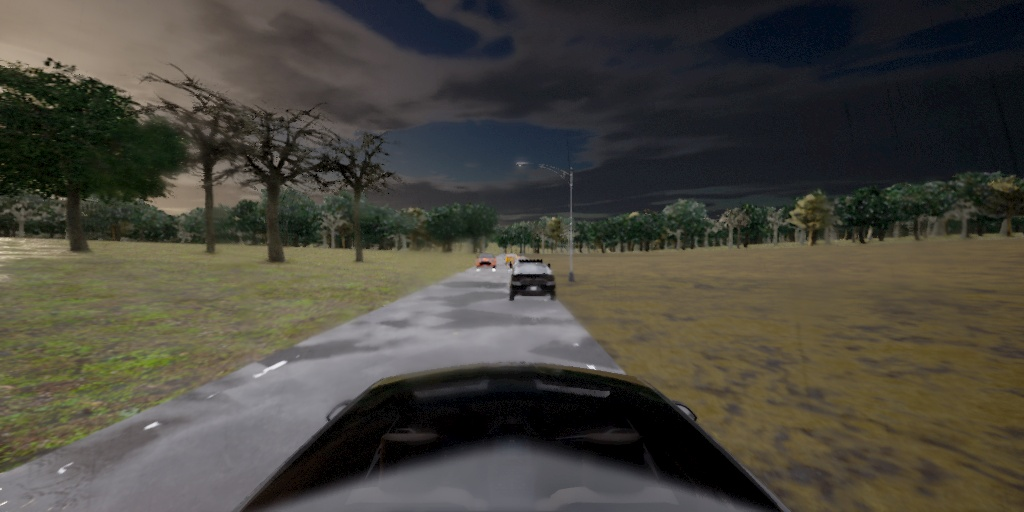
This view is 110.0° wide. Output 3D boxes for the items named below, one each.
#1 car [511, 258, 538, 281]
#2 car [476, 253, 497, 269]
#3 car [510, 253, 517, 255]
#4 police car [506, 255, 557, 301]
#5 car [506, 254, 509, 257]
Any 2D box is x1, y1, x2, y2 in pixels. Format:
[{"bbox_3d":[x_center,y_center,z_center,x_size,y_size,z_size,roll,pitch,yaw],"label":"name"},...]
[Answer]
[{"bbox_3d":[0.821,0.890,25.874,1.812,1.442,4.674,0,1,0],"label":"car"},{"bbox_3d":[-2.832,0.469,40.391,2.097,1.767,4.553,0,1,0],"label":"car"},{"bbox_3d":[0.819,0.716,32.062,1.801,1.575,5.366,0,1,0],"label":"car"},{"bbox_3d":[0.822,0.952,15.983,1.930,1.638,5.238,0,1,0],"label":"police car"},{"bbox_3d":[0.017,0.346,54.062,1.882,1.535,5.008,0,1,0],"label":"car"}]
